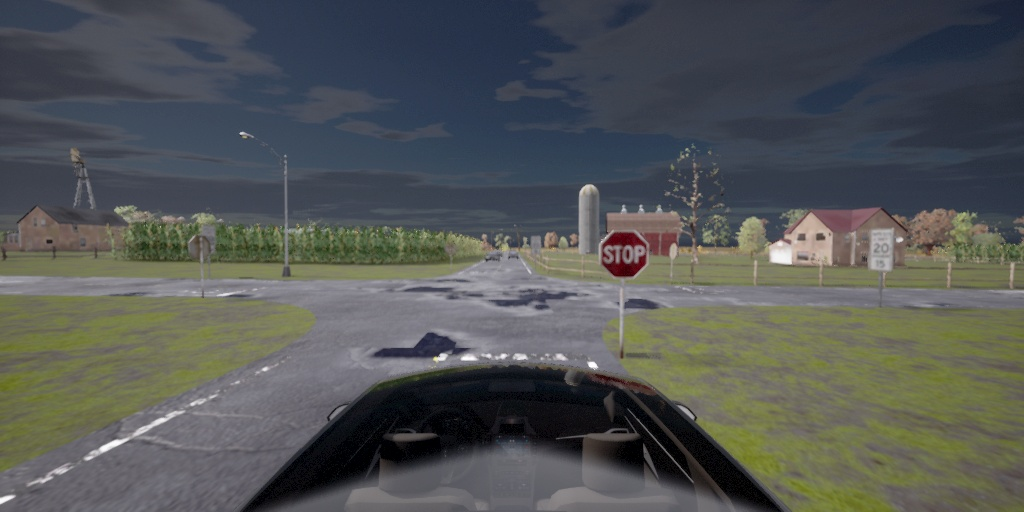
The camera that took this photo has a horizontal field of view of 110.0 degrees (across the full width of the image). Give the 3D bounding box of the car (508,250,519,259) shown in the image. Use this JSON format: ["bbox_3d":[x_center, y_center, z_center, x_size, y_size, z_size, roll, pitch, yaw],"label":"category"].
[{"bbox_3d":[0.244,-0.185,62.033,2.033,1.411,5.357,0,1,1],"label":"car"}]

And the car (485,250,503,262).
[{"bbox_3d":[-2.672,0.121,49.888,1.994,1.385,4.181,0,1,0],"label":"car"}]
